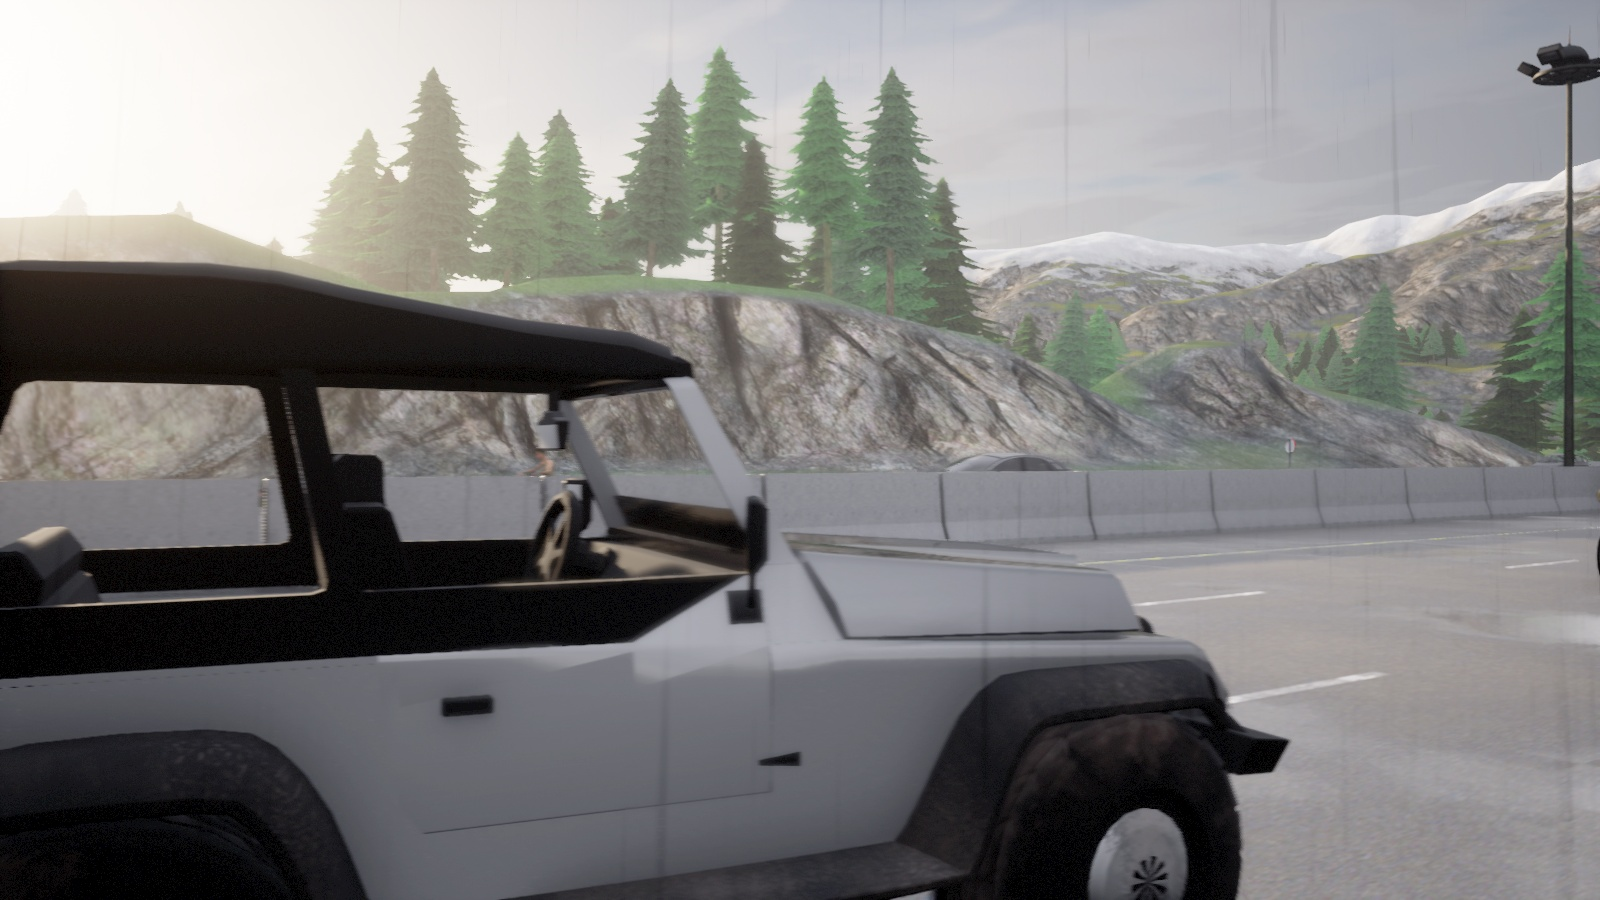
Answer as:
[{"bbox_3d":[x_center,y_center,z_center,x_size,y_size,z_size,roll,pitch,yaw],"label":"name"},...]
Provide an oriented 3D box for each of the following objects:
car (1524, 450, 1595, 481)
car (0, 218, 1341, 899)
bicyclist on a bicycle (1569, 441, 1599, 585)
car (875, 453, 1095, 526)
[{"bbox_3d":[39.471,0.800,65.246,3.705,1.549,1.789,0,0,-35],"label":"car"},{"bbox_3d":[-0.684,0.550,3.458,3.866,1.878,1.905,0,0,-25],"label":"car"},{"bbox_3d":[9.689,0.713,14.667,1.656,1.620,0.582,0,0,-35],"label":"bicyclist on a bicycle"},{"bbox_3d":[4.163,0.809,27.878,4.892,1.490,1.837,0,0,-35],"label":"car"}]
